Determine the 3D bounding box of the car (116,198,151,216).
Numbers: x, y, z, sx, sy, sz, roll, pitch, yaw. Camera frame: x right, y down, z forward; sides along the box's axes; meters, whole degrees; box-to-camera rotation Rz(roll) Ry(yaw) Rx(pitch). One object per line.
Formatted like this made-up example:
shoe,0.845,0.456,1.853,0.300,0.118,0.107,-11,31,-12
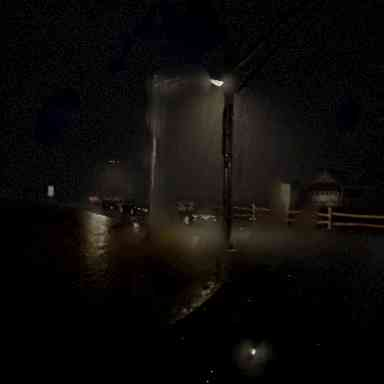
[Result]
car,-5.262,1.396,31.252,1.837,1.490,4.892,2,-1,-30

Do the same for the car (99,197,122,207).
car,-12.740,1.535,51.472,2.033,1.411,5.357,2,-1,-30

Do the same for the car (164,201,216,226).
car,-0.265,1.431,22.649,1.837,1.490,4.892,2,-1,-30

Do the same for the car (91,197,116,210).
car,-10.270,1.475,39.885,1.895,1.301,4.718,2,-1,-30

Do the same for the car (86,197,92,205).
car,-17.949,1.606,60.353,1.895,1.301,4.718,2,-1,-30
